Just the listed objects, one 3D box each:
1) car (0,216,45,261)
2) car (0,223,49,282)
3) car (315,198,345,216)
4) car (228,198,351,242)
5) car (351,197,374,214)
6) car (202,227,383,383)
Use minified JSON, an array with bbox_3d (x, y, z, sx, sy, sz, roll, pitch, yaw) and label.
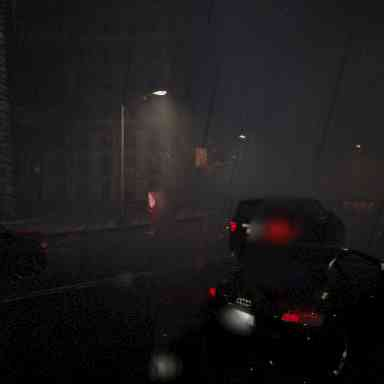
[{"bbox_3d":[-7.620,1.587,11.007,4.718,1.301,1.895,0,0,-36],"label":"car"},{"bbox_3d":[-5.819,1.554,8.188,4.181,1.385,1.994,0,0,-36],"label":"car"},{"bbox_3d":[13.933,1.457,33.806,1.882,1.535,5.008,0,0,12],"label":"car"},{"bbox_3d":[3.461,1.214,11.593,2.150,2.045,5.566,0,0,41],"label":"car"},{"bbox_3d":[17.714,1.332,35.793,2.097,1.767,4.553,0,0,9],"label":"car"},{"bbox_3d":[2.161,1.561,5.543,4.181,1.385,1.994,0,0,-41],"label":"car"}]
